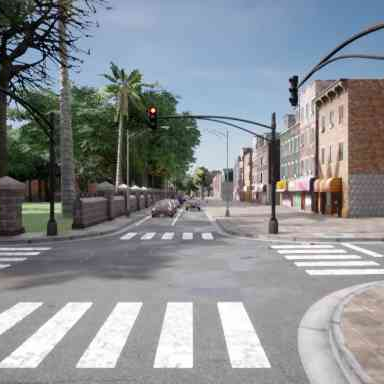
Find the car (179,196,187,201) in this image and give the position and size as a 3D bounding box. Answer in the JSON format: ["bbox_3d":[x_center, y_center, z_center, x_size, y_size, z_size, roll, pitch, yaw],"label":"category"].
[{"bbox_3d":[-2.541,1.909,93.161,1.947,1.339,4.313,-1,0,0],"label":"car"}]

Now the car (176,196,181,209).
[{"bbox_3d":[-2.601,1.496,36.275,1.967,1.590,4.097,0,0,0],"label":"car"}]

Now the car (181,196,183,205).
[{"bbox_3d":[-2.589,1.677,47.652,1.802,1.307,4.206,0,0,0],"label":"car"}]

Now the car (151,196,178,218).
[{"bbox_3d":[-2.608,1.480,30.587,1.967,1.590,4.097,0,0,0],"label":"car"}]

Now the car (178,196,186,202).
[{"bbox_3d":[-2.547,1.856,87.472,2.008,1.369,4.403,-1,0,0],"label":"car"}]

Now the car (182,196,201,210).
[{"bbox_3d":[0.148,1.628,43.846,2.033,1.411,5.357,0,0,0],"label":"car"}]

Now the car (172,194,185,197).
[{"bbox_3d":[-2.910,1.398,64.223,2.150,2.045,5.566,0,0,0],"label":"car"}]
